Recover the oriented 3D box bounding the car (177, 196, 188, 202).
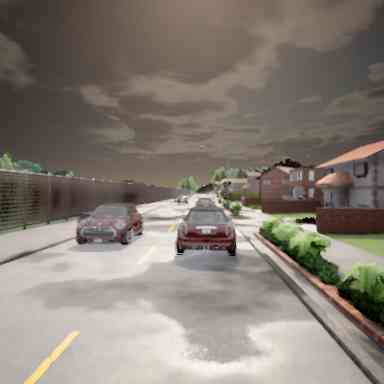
[{"bbox_3d":[-1.673,1.440,62.624,2.128,1.511,4.902,1,0,2],"label":"car"}]

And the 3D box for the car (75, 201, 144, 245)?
[{"bbox_3d":[-3.575,1.304,15.169,2.097,1.767,4.553,1,0,2],"label":"car"}]

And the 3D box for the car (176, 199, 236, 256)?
[{"bbox_3d":[0.567,1.351,13.404,2.097,1.767,4.553,1,0,2],"label":"car"}]
